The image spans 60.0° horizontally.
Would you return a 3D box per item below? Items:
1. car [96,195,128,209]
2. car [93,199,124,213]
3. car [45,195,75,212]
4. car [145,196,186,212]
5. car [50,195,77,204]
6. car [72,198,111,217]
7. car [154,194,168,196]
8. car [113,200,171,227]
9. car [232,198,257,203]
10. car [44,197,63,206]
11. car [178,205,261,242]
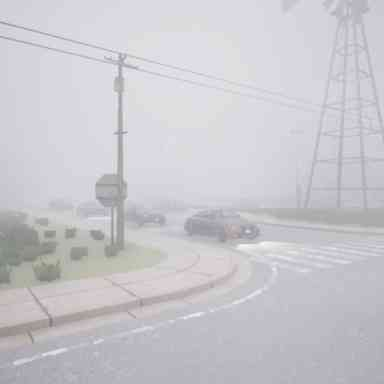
[{"bbox_3d":[-11.080,1.308,46.252,3.866,1.878,1.905,0,0,-36],"label":"car"},{"bbox_3d":[-9.443,1.560,37.365,1.994,1.385,4.181,0,0,-37],"label":"car"},{"bbox_3d":[-15.562,1.475,39.449,1.882,1.535,5.008,0,0,-36],"label":"car"},{"bbox_3d":[-2.655,1.501,35.711,4.193,1.474,1.816,0,0,-36],"label":"car"},{"bbox_3d":[-25.385,1.476,65.780,4.611,1.667,2.242,0,0,-36],"label":"car"},{"bbox_3d":[-9.371,1.561,31.081,1.994,1.385,4.181,0,0,-36],"label":"car"},{"bbox_3d":[-6.410,1.302,62.305,4.605,1.855,1.932,0,0,-36],"label":"car"},{"bbox_3d":[-3.646,1.523,23.359,1.812,1.442,4.674,0,0,-37],"label":"car"},{"bbox_3d":[7.019,1.512,44.276,3.905,1.438,1.784,0,0,-36],"label":"car"},{"bbox_3d":[-23.538,1.560,56.377,1.994,1.385,4.181,0,0,-37],"label":"car"},{"bbox_3d":[1.375,1.561,16.371,1.994,1.385,4.181,0,0,-34],"label":"car"}]
